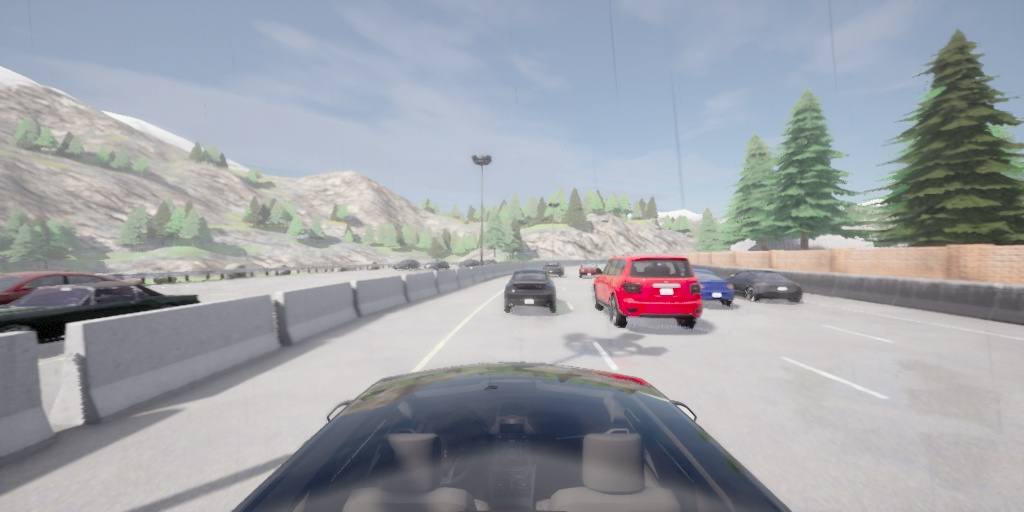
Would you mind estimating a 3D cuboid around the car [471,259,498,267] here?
[{"bbox_3d":[-3.363,1.250,48.851,1.837,1.490,4.892,0,1,17],"label":"car"}]

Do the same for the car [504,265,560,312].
[{"bbox_3d":[0.770,1.259,14.230,1.837,1.490,4.892,0,0,5],"label":"car"}]

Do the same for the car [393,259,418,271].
[{"bbox_3d":[-14.250,1.222,48.973,1.837,1.490,4.892,0,0,16],"label":"car"}]

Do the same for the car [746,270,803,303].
[{"bbox_3d":[11.605,1.347,17.097,1.994,1.385,4.181,0,0,6],"label":"car"}]

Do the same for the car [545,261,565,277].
[{"bbox_3d":[4.196,1.257,35.723,2.128,1.511,4.902,0,0,13],"label":"car"}]

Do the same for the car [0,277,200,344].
[{"bbox_3d":[-10.354,1.324,8.459,1.895,1.301,4.718,0,0,3],"label":"car"}]

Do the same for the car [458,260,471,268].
[{"bbox_3d":[-6.104,1.247,51.712,1.837,1.490,4.892,0,-1,18],"label":"car"}]

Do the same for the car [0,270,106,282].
[{"bbox_3d":[-13.744,1.192,10.210,1.882,1.535,5.008,0,0,3],"label":"car"}]

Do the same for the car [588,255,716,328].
[{"bbox_3d":[4.039,0.984,11.605,2.150,2.045,5.566,0,0,4],"label":"car"}]

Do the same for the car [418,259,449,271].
[{"bbox_3d":[-10.402,1.219,49.672,2.128,1.511,4.902,0,0,17],"label":"car"}]

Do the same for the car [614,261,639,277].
[{"bbox_3d":[11.596,1.277,36.621,2.128,1.511,4.902,0,0,14],"label":"car"}]

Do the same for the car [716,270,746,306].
[{"bbox_3d":[7.937,1.299,15.772,1.812,1.442,4.674,0,0,6],"label":"car"}]

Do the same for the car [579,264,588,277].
[{"bbox_3d":[7.530,1.375,34.755,1.895,1.301,4.718,0,0,13],"label":"car"}]
